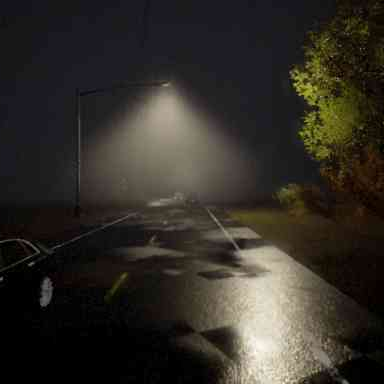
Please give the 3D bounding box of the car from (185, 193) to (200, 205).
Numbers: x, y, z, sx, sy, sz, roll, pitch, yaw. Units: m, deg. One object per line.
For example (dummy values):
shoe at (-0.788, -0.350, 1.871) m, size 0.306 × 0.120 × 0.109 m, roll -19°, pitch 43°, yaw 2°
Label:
car at (0.067, 1.157, 47.731) m, size 1.994 × 1.385 × 4.181 m, roll 0°, pitch 0°, yaw 0°

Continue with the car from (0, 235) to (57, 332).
car at (-3.603, 1.463, 4.766) m, size 1.837 × 1.490 × 4.892 m, roll 0°, pitch 0°, yaw 0°

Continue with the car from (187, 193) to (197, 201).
car at (0.042, 0.970, 65.364) m, size 1.812 × 1.442 × 4.674 m, roll 0°, pitch 0°, yaw 0°

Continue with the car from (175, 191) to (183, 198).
car at (-3.563, 0.587, 90.800) m, size 2.097 × 1.767 × 4.553 m, roll 0°, pitch 0°, yaw 0°
